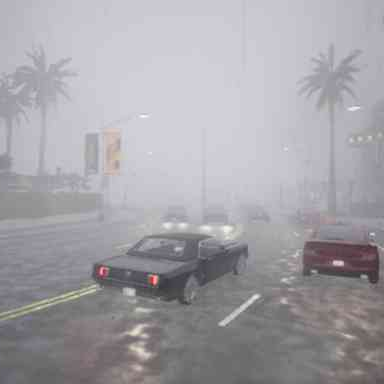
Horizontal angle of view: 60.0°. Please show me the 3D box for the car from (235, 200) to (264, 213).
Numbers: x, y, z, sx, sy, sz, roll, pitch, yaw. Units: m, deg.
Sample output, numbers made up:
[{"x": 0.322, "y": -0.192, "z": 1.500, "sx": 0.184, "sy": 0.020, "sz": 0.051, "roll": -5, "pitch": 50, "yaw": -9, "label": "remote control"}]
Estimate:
[{"x": 7.109, "y": 2.053, "z": 42.859, "sx": 1.837, "sy": 1.490, "sz": 4.892, "roll": 1, "pitch": -1, "yaw": -14, "label": "car"}]

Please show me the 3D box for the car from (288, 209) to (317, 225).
[{"x": 8.866, "y": 2.011, "z": 26.282, "sx": 1.895, "sy": 1.301, "sz": 4.718, "roll": 1, "pitch": -1, "yaw": 5, "label": "car"}]

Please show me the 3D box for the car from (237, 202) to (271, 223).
[{"x": 5.676, "y": 1.943, "z": 30.002, "sx": 2.033, "sy": 1.411, "sz": 5.357, "roll": 1, "pitch": -1, "yaw": 0, "label": "car"}]

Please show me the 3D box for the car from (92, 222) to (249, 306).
[{"x": -0.139, "y": 1.685, "z": 8.390, "sx": 1.895, "sy": 1.301, "sz": 4.718, "roll": 1, "pitch": -1, "yaw": 29, "label": "car"}]

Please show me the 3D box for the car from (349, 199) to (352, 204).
[{"x": 31.535, "y": 2.577, "z": 64.051, "sx": 2.002, "sy": 1.452, "sz": 4.674, "roll": 1, "pitch": -1, "yaw": -30, "label": "car"}]

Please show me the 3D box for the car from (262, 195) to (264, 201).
[{"x": 13.277, "y": 2.205, "z": 72.859, "sx": 2.185, "sy": 1.767, "sz": 4.553, "roll": 1, "pitch": -1, "yaw": -30, "label": "car"}]

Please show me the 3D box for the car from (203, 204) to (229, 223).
[{"x": 2.006, "y": 1.792, "z": 27.826, "sx": 1.882, "sy": 1.535, "sz": 5.008, "roll": 1, "pitch": -1, "yaw": 4, "label": "car"}]

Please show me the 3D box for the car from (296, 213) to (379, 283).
[{"x": 4.677, "y": 1.661, "z": 10.540, "sx": 1.882, "sy": 1.535, "sz": 5.008, "roll": 1, "pitch": -1, "yaw": 25, "label": "car"}]

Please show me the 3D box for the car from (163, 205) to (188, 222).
[{"x": -1.349, "y": 1.824, "z": 29.436, "sx": 2.033, "sy": 1.411, "sz": 5.357, "roll": 1, "pitch": -1, "yaw": 2, "label": "car"}]
